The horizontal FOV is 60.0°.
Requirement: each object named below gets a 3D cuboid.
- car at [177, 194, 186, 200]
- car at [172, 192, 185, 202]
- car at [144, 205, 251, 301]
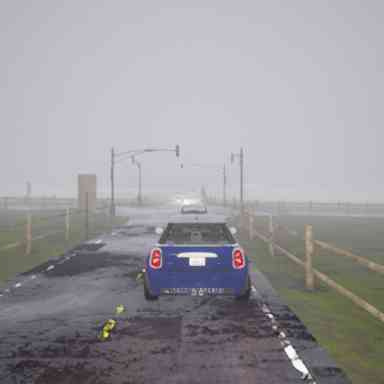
[{"bbox_3d":[-2.611,1.285,82.271,1.895,1.301,4.718,0,0,0],"label":"car"},{"bbox_3d":[-2.694,0.965,66.846,2.150,2.045,5.566,0,0,1],"label":"car"},{"bbox_3d":[0.103,1.318,8.384,2.097,1.767,4.553,0,0,0],"label":"car"}]
